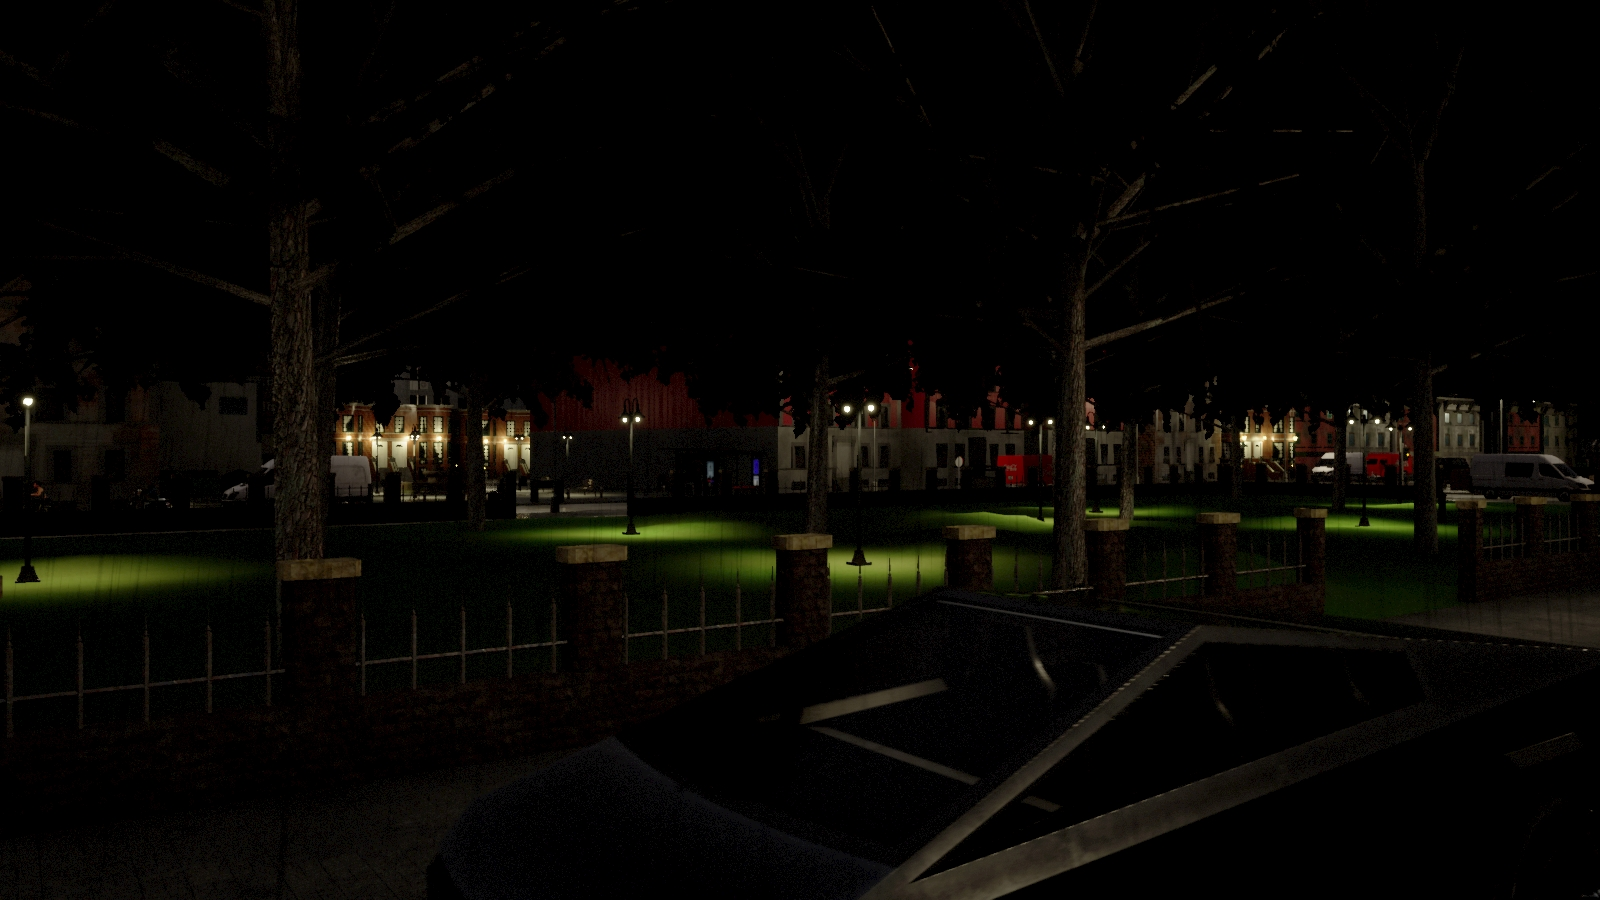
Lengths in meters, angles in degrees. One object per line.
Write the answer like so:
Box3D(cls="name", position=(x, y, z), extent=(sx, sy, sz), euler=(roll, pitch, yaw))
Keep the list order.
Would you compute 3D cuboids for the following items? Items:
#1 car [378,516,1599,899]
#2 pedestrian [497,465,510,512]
Box3D(cls="car", position=(1.530, 1.531, 5.490), extent=(6.274, 2.098, 2.390), euler=(0, 0, -35))
Box3D(cls="pedestrian", position=(-11.822, 1.518, 45.566), extent=(0.375, 1.860, 0.375), euler=(0, 0, -35))
